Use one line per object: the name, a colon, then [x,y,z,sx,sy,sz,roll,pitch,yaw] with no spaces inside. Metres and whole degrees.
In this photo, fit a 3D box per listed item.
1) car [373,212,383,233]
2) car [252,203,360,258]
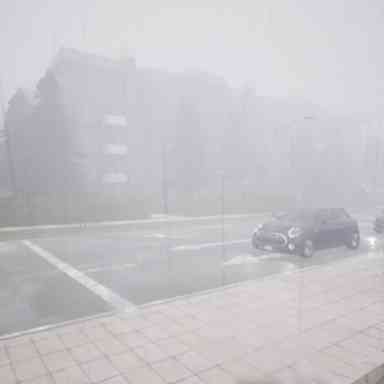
car: [11.751,1.486,18.113,4.892,1.490,1.837,0,0,-36]
car: [4.444,1.342,12.799,4.553,1.767,2.097,0,0,-36]
